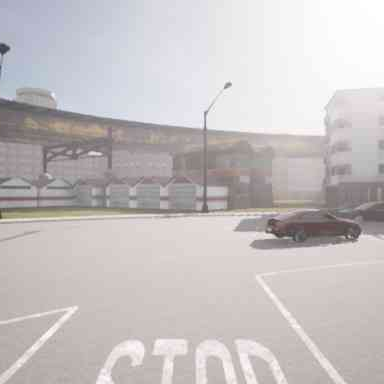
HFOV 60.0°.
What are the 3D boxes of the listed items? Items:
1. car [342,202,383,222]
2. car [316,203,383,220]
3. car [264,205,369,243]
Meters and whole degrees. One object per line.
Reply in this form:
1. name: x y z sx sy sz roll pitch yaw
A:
1. car: 13.197 1.501 24.212 5.008 1.535 1.882 0 -1 -2
2. car: 13.020 1.628 27.742 4.718 1.301 1.895 0 0 -2
3. car: 5.728 1.541 15.839 4.674 1.442 1.812 0 0 -17
